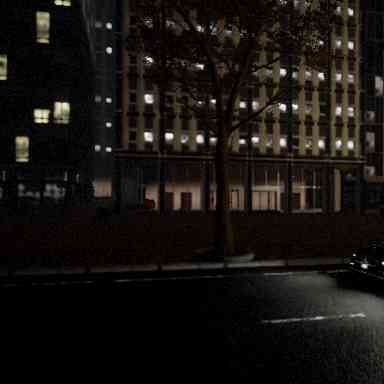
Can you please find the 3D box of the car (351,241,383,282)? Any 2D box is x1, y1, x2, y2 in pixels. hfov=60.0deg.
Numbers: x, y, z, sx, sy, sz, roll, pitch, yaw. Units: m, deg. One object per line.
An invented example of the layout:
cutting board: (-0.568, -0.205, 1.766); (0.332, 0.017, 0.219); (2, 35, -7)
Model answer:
car: (6.644, 1.608, 8.727); (4.892, 1.490, 1.837); (1, 0, -12)
